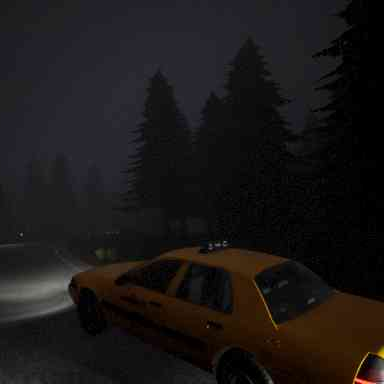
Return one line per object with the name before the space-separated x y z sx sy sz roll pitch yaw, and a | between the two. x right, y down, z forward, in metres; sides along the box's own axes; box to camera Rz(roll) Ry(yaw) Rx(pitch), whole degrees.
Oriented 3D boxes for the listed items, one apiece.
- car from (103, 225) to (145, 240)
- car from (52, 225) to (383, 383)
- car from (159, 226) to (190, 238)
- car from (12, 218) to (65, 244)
car | -7.444 4.510 36.980 2.033 1.411 5.357 -4 -8 20
car | 0.116 1.441 4.758 5.366 1.575 1.801 0 1 43
car | -2.320 5.544 46.285 1.882 1.535 5.008 -5 -8 30
car | -12.734 3.231 28.207 2.150 2.045 5.566 -4 -7 6
